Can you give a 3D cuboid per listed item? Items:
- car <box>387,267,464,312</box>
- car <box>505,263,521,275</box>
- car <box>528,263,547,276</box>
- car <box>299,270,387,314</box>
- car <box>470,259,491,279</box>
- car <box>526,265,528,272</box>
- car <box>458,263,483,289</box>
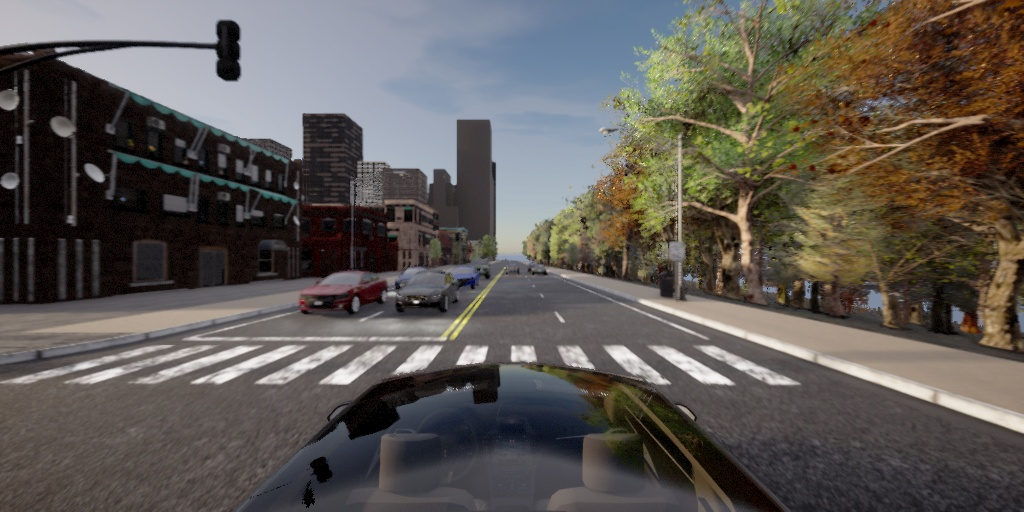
[{"bbox_3d":[-3.349,1.377,14.958,1.837,1.490,4.892,0,0,0],"label":"car"},{"bbox_3d":[0.100,1.655,46.660,2.128,1.511,4.902,0,-1,0],"label":"car"},{"bbox_3d":[3.347,1.714,45.133,1.994,1.385,4.181,0,-1,1],"label":"car"},{"bbox_3d":[-6.603,1.346,14.614,1.882,1.535,5.008,0,-1,-1],"label":"car"},{"bbox_3d":[-3.333,1.294,37.023,2.150,2.045,5.566,0,0,0],"label":"car"},{"bbox_3d":[3.257,1.746,55.147,1.837,1.490,4.892,0,0,0],"label":"car"},{"bbox_3d":[-3.348,1.444,25.239,1.882,1.535,5.008,0,-1,0],"label":"car"}]
